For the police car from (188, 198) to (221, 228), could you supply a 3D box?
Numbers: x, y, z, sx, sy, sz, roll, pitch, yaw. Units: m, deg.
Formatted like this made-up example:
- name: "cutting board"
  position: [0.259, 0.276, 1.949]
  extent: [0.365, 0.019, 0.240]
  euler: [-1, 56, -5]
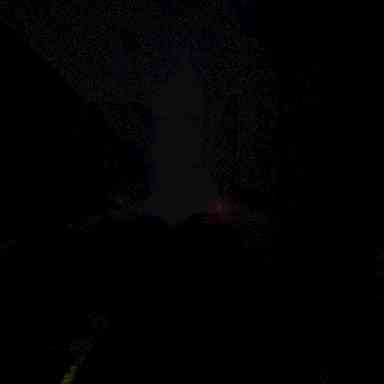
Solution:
- name: "police car"
  position: [0.898, 1.480, 22.700]
  extent: [1.930, 1.638, 5.238]
  euler: [0, 0, 0]

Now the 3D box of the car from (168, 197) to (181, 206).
- name: "car"
  position: [-3.053, 1.624, 58.436]
  extent: [2.128, 1.511, 4.902]
  euler: [0, 0, 1]

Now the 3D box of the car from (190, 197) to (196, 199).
- name: "car"
  position: [0.897, 1.582, 32.591]
  extent: [1.837, 1.490, 4.892]
  euler: [0, 0, 0]

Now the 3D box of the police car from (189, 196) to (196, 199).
- name: "police car"
  position: [0.896, 1.515, 38.701]
  extent: [1.930, 1.638, 5.238]
  euler: [0, 0, 0]

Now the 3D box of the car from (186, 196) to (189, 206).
- name: "car"
  position: [-0.004, 1.487, 59.019]
  extent: [2.097, 1.767, 4.553]
  euler: [0, 0, 0]
